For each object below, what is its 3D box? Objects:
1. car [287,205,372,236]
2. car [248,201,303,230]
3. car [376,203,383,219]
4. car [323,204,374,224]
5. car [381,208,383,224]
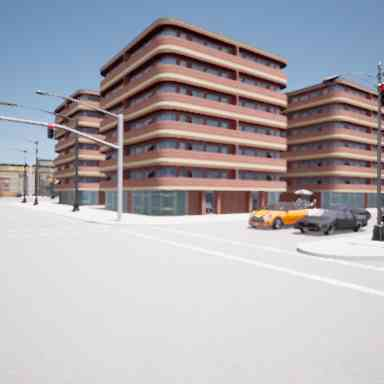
[{"bbox_3d":[8.395,1.700,19.825,5.357,1.411,2.033,1,0,-36],"label":"car"},{"bbox_3d":[5.919,1.500,22.356,4.553,1.767,2.097,1,0,-35],"label":"car"},{"bbox_3d":[20.036,1.817,32.440,4.674,1.442,1.812,1,0,-35],"label":"car"},{"bbox_3d":[12.938,1.781,27.378,4.181,1.385,1.994,0,0,-36],"label":"car"},{"bbox_3d":[16.590,1.783,25.681,5.357,1.411,2.033,1,0,-35],"label":"car"}]
